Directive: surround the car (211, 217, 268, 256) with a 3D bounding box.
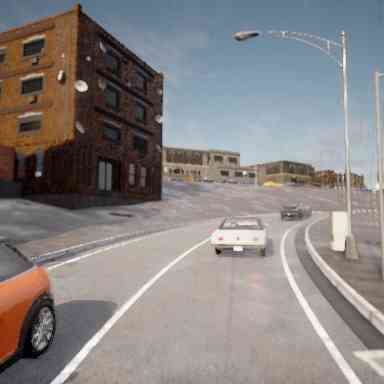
[{"bbox_3d":[2.089,1.636,13.408,1.895,1.301,4.718,-1,-1,14],"label":"car"}]

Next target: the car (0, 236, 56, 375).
[{"bbox_3d":[-3.193,1.352,3.039,2.097,1.767,4.553,0,0,5],"label":"car"}]

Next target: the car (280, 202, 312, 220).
[{"bbox_3d":[9.434,1.703,30.063,2.128,1.511,4.902,-3,-2,32],"label":"car"}]

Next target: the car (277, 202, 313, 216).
[{"bbox_3d":[12.426,2.001,40.010,2.128,1.511,4.902,-4,-3,42],"label":"car"}]

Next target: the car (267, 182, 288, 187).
[{"bbox_3d":[18.051,-1.496,73.638,5.008,1.535,2.097,2,-5,-26],"label":"car"}]

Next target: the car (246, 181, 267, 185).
[{"bbox_3d":[13.065,-1.673,71.211,4.674,1.452,2.002,2,-5,-25],"label":"car"}]

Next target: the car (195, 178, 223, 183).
[{"bbox_3d":[2.973,-2.094,66.686,4.892,1.521,2.231,2,-5,-24],"label":"car"}]

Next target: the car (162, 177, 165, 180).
[{"bbox_3d":[-7.052,-2.546,62.325,4.553,1.767,2.185,2,-5,-24],"label":"car"}]

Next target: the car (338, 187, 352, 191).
[{"bbox_3d":[37.440,-0.541,84.381,4.892,1.521,2.231,3,-5,-31],"label":"car"}]

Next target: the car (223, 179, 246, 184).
[{"bbox_3d":[8.027,-1.917,68.898,4.892,1.521,2.231,2,-5,-24],"label":"car"}]

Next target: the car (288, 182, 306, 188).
[{"bbox_3d":[22.964,-1.396,76.166,4.553,1.767,2.185,3,-5,-27],"label":"car"}]

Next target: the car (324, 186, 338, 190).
[{"bbox_3d":[32.789,-0.748,81.604,4.674,1.452,2.002,3,-5,-30],"label":"car"}]

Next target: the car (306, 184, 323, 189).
[{"bbox_3d":[27.993,-0.999,78.883,4.792,1.488,2.163,3,-5,-28],"label":"car"}]
